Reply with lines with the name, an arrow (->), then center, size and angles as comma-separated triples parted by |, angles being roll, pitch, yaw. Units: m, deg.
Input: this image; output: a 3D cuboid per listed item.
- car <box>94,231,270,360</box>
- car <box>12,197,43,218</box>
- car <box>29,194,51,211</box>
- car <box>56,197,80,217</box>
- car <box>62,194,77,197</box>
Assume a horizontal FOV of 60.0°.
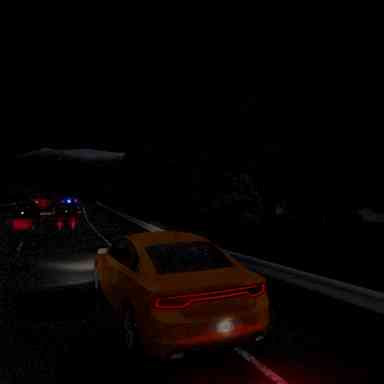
car -> -0.621, 1.478, 6.291 | 1.882, 1.535, 5.008 | 0, 0, -24
car -> -15.010, 1.505, 30.175 | 1.837, 1.490, 4.892 | 0, 0, -19
car -> -18.396, 1.221, 40.078 | 2.150, 2.045, 5.566 | 0, 0, -19
car -> -11.831, 1.492, 31.556 | 2.128, 1.511, 4.902 | 0, 0, -19
car -> -15.227, 1.221, 41.462 | 2.150, 2.045, 5.566 | 0, 0, -18
